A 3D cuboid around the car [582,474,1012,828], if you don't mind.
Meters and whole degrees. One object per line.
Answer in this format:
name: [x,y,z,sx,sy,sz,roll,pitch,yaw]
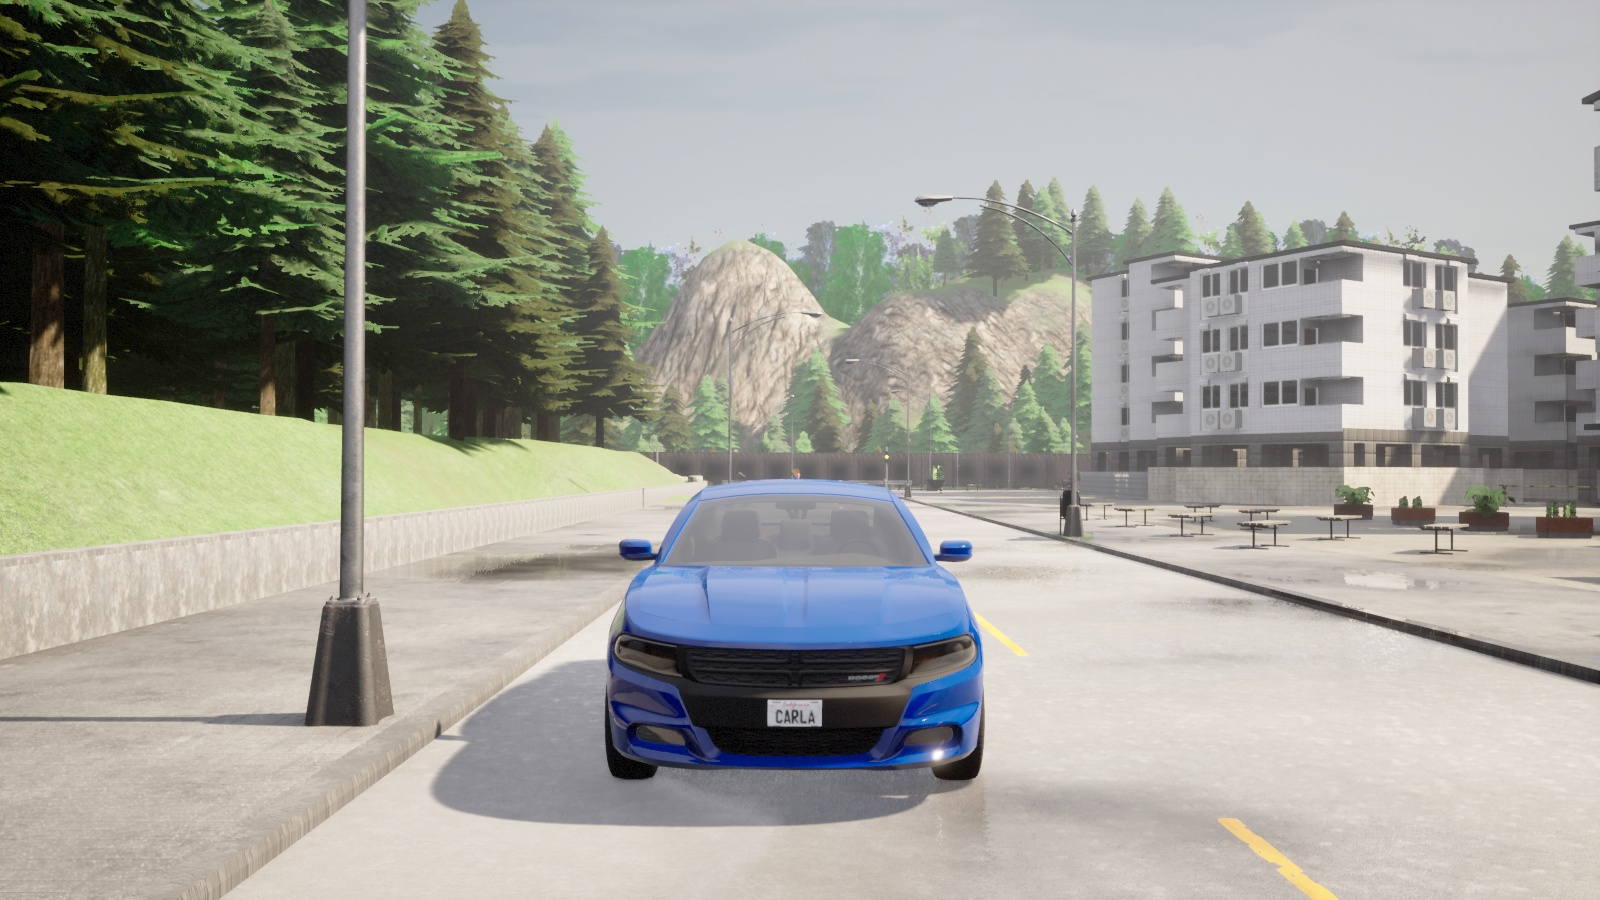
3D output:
car: [-0.021,0.927,8.026,1.882,1.535,5.008,0,-1,0]
